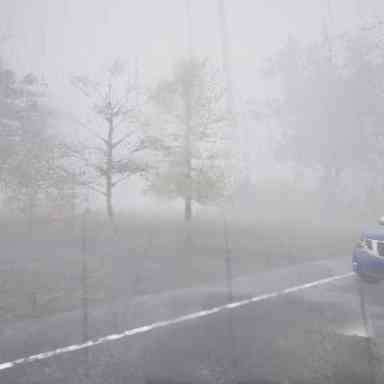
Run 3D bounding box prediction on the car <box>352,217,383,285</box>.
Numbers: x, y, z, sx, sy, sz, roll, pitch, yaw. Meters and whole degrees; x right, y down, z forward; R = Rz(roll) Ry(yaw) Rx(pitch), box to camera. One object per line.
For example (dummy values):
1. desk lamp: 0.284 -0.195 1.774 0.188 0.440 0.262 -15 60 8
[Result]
1. car: 6.389 1.230 8.438 5.566 2.045 2.150 0 0 -35
